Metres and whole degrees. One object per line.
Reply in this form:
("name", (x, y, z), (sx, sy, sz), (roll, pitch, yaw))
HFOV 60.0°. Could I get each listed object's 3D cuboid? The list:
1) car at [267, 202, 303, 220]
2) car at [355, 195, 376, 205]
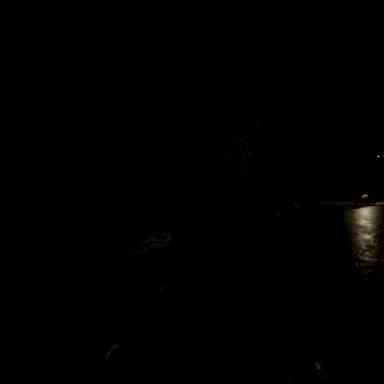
("car", (7.434, 1.410, 26.239), (1.895, 1.301, 4.718), (0, 0, 28))
("car", (25.286, 1.114, 48.543), (2.163, 1.488, 4.792), (0, 0, 40))
